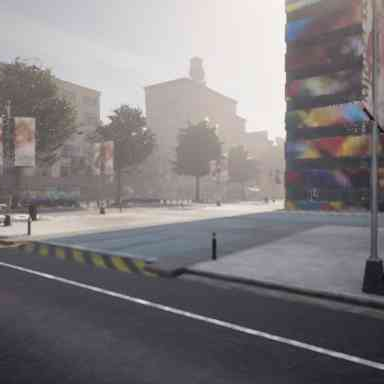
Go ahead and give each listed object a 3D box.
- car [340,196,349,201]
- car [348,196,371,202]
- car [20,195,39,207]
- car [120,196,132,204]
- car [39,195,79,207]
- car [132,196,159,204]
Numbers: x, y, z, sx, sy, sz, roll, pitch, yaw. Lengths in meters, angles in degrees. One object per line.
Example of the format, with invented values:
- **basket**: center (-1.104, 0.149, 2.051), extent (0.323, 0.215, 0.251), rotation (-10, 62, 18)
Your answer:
- **car**: center (23.419, 1.387, 50.154), extent (2.161, 1.482, 4.786), rotation (0, 0, 36)
- **car**: center (19.623, 1.306, 37.852), extent (2.002, 1.452, 4.674), rotation (0, 0, 36)
- **car**: center (-21.544, 1.202, 46.684), extent (2.097, 1.767, 4.553), rotation (0, 0, 36)
- **car**: center (-10.896, 1.454, 61.288), extent (1.895, 1.301, 4.718), rotation (0, 0, 36)
- **car**: center (-17.913, 1.214, 45.739), extent (2.097, 1.767, 4.553), rotation (0, 0, 36)
- **car**: center (-7.958, 1.466, 59.375), extent (1.895, 1.301, 4.718), rotation (0, 0, 36)
